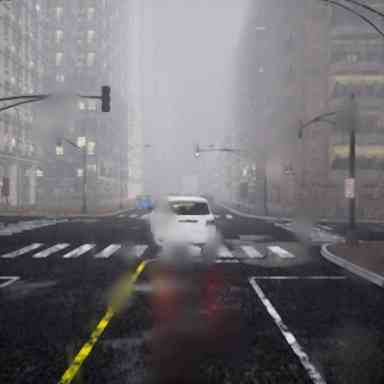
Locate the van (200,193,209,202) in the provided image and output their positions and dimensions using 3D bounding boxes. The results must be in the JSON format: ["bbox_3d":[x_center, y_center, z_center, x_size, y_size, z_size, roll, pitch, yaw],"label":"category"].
[{"bbox_3d":[2.686,1.170,71.964,1.690,1.788,3.998,0,0,0],"label":"van"}]

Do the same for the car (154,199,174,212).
[{"bbox_3d":[-3.095,1.504,37.517,1.895,1.301,4.718,0,0,0],"label":"car"}]

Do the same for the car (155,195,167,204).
[{"bbox_3d":[-5.693,1.377,60.691,1.752,1.417,4.829,0,0,0],"label":"car"}]

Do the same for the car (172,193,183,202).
[{"bbox_3d":[-3.001,1.176,70.180,2.097,1.767,4.553,0,0,0],"label":"car"}]

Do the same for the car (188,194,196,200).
[{"bbox_3d":[-0.001,1.144,78.159,1.882,1.535,5.008,0,0,0],"label":"car"}]

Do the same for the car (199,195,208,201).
[{"bbox_3d":[2.687,1.369,77.515,2.008,1.369,4.403,0,0,0],"label":"car"}]

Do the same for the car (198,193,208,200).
[{"bbox_3d":[2.686,1.123,83.065,2.192,1.841,5.009,0,0,0],"label":"car"}]

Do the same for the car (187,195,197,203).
[{"bbox_3d":[0.001,1.314,67.737,1.882,1.535,5.008,0,0,0],"label":"car"}]

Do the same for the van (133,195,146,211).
[{"bbox_3d":[-5.693,1.241,38.657,1.690,1.788,3.998,0,0,0],"label":"van"}]

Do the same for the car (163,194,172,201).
[{"bbox_3d":[-5.694,1.258,77.513,1.967,1.590,4.097,0,0,0],"label":"car"}]

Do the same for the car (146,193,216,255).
[{"bbox_3d":[-0.566,1.196,13.453,2.150,2.045,5.566,1,0,-9],"label":"car"}]
